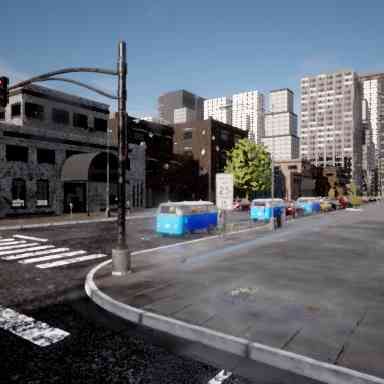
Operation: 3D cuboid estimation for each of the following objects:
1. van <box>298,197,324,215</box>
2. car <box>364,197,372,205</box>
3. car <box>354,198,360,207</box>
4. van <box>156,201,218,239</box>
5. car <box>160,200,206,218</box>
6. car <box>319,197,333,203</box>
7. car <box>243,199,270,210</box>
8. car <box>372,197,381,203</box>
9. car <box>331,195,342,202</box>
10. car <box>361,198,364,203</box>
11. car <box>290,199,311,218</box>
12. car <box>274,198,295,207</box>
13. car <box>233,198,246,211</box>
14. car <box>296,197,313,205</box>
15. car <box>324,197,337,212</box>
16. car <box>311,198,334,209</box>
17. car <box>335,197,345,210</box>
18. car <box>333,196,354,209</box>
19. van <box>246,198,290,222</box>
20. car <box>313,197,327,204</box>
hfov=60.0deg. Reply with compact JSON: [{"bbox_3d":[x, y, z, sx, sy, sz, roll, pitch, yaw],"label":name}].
[{"bbox_3d":[12.522,1.469,35.752,1.690,1.788,3.998,0,0,35],"label":"van"},{"bbox_3d":[34.680,1.809,67.422,1.887,1.381,4.507,0,0,35],"label":"car"},{"bbox_3d":[25.185,1.516,53.850,2.192,1.841,5.009,0,0,35],"label":"car"},{"bbox_3d":[-0.141,1.407,17.655,1.690,1.788,3.998,0,0,35],"label":"van"},{"bbox_3d":[-0.764,1.558,31.383,1.752,1.417,4.829,0,0,35],"label":"car"},{"bbox_3d":[30.989,1.792,76.765,1.947,1.339,4.313,0,0,35],"label":"car"},{"bbox_3d":[8.830,1.629,45.096,1.887,1.381,4.507,0,0,35],"label":"car"},{"bbox_3d":[44.177,1.899,80.995,1.947,1.339,4.313,0,0,35],"label":"car"},{"bbox_3d":[37.320,1.712,85.813,1.967,1.590,4.097,0,0,35],"label":"car"},{"bbox_3d":[28.446,1.748,58.513,1.752,1.417,4.829,0,0,35],"label":"car"},{"bbox_3d":[9.355,1.655,31.227,1.887,1.381,4.507,0,0,35],"label":"car"},{"bbox_3d":[15.161,1.666,54.144,1.887,1.381,4.507,0,0,35],"label":"car"},{"bbox_3d":[5.666,1.507,40.572,1.967,1.590,4.097,0,0,35],"label":"car"},{"bbox_3d":[21.493,1.705,63.192,1.887,1.381,4.507,0,0,35],"label":"car"},{"bbox_3d":[15.784,1.671,40.416,1.752,1.417,4.829,0,0,35],"label":"car"},{"bbox_3d":[20.147,1.712,51.162,2.033,1.411,5.357,1,0,35],"label":"car"},{"bbox_3d":[18.851,1.729,44.800,1.947,1.339,4.313,0,0,35],"label":"car"},{"bbox_3d":[22.019,1.497,49.326,2.192,1.841,5.009,0,0,35],"label":"car"},{"bbox_3d":[6.190,1.436,26.704,1.690,1.788,3.998,0,0,35],"label":"van"},{"bbox_3d":[27.726,1.728,72.101,1.752,1.417,4.829,0,0,35],"label":"car"}]
